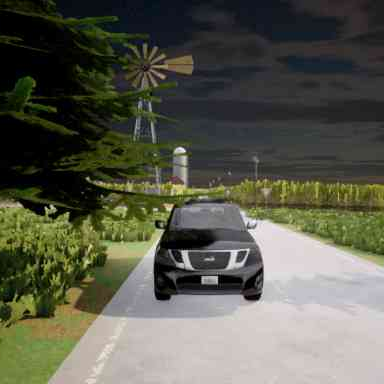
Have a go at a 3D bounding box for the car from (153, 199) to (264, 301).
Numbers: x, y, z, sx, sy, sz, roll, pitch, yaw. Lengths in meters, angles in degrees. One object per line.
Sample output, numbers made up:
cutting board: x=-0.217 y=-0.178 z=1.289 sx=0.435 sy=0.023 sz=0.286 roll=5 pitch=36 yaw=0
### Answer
car: x=0.334 y=1.221 z=8.702 sx=2.150 sy=2.045 sz=5.566 roll=0 pitch=0 yaw=0
